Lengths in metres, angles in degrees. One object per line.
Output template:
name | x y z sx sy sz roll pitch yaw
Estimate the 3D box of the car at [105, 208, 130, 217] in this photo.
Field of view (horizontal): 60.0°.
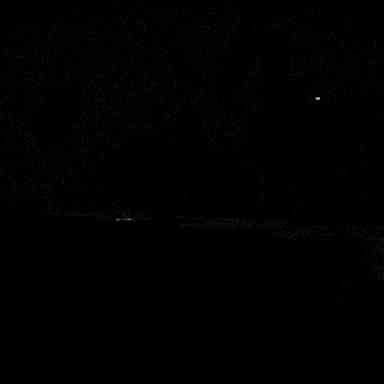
car | -10.277 2.805 45.938 1.895 1.301 4.718 0 -2 -35
